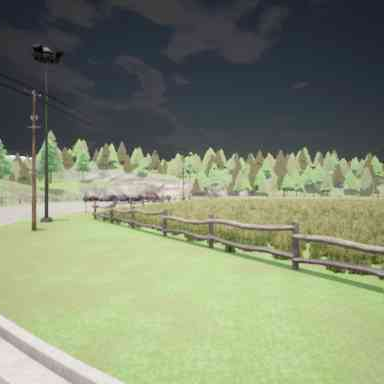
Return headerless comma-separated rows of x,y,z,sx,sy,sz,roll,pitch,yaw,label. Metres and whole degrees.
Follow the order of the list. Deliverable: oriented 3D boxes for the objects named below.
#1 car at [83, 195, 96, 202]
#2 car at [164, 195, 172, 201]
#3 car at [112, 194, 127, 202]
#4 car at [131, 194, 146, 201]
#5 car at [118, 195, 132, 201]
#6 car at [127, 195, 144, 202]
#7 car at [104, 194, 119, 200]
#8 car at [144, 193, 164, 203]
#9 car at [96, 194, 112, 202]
-21.876,1.421,72.556,1.882,1.535,5.008,0,0,10,car
-6.249,1.352,80.327,1.994,1.385,4.181,0,0,10,car
-14.894,1.305,71.831,2.097,1.767,4.553,0,0,10,car
-13.138,1.335,81.569,2.033,1.411,5.357,0,0,10,car
-16.578,1.389,82.219,1.895,1.301,4.718,0,0,10,car
-11.543,1.427,70.693,1.882,1.535,5.008,0,0,10,car
-20.027,1.269,82.811,1.882,1.535,5.008,0,0,10,car
-8.007,1.452,70.575,1.837,1.490,4.892,0,0,10,car
-18.358,1.509,72.345,1.994,1.385,4.181,0,0,10,car
